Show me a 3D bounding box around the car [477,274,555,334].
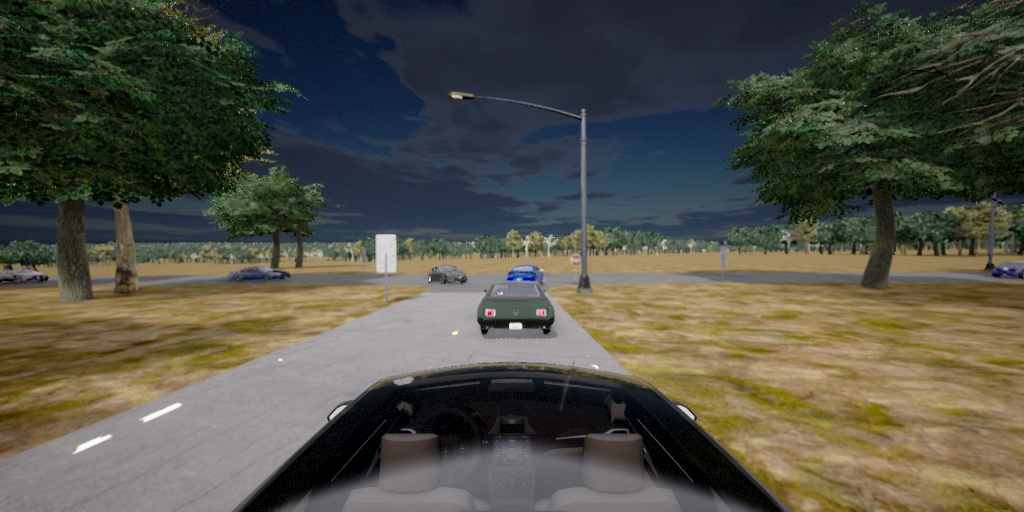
[{"bbox_3d":[0.092,1.392,10.725,1.895,1.301,4.718,0,0,0],"label":"car"}]

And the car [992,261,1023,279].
[{"bbox_3d":[50.622,1.303,35.408,4.553,1.767,2.097,0,2,-5],"label":"car"}]

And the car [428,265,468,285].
[{"bbox_3d":[-5.074,1.438,28.011,1.837,1.490,4.892,2,-4,-32],"label":"car"}]

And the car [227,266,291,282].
[{"bbox_3d":[-24.385,1.698,34.625,5.357,1.411,2.033,-1,2,4],"label":"car"}]

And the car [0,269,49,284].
[{"bbox_3d":[-50.705,2.092,37.106,4.181,1.385,1.994,-1,2,7],"label":"car"}]

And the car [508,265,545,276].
[{"bbox_3d":[1.103,1.341,25.153,1.882,1.535,5.008,0,0,14],"label":"car"}]
